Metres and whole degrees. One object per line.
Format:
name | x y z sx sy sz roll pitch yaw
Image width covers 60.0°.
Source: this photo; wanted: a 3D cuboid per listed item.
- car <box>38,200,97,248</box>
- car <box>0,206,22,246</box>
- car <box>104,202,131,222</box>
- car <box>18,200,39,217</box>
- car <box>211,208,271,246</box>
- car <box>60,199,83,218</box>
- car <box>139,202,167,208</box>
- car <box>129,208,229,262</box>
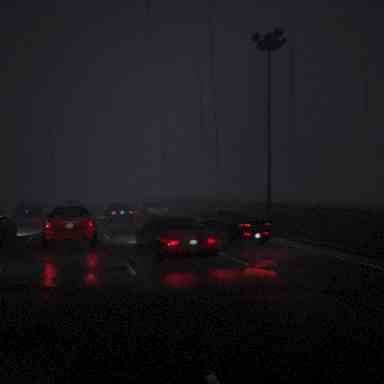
car | -5.532 1.343 15.130 2.097 1.767 4.553 0 0 -19
car | -9.111 1.555 14.754 1.994 1.385 4.181 0 0 -20
car | -5.859 1.531 26.358 2.033 1.411 5.357 0 0 -19
car | -14.600 1.459 30.070 1.882 1.535 5.008 0 0 -20
car | 1.784 1.493 15.448 1.837 1.490 4.892 0 0 -19
car | -11.306 1.458 31.252 1.882 1.535 5.008 0 0 -20
car | -3.633 1.581 30.572 1.895 1.301 4.718 0 0 -19
car | -0.795 1.539 12.237 2.033 1.411 5.357 0 0 -19
